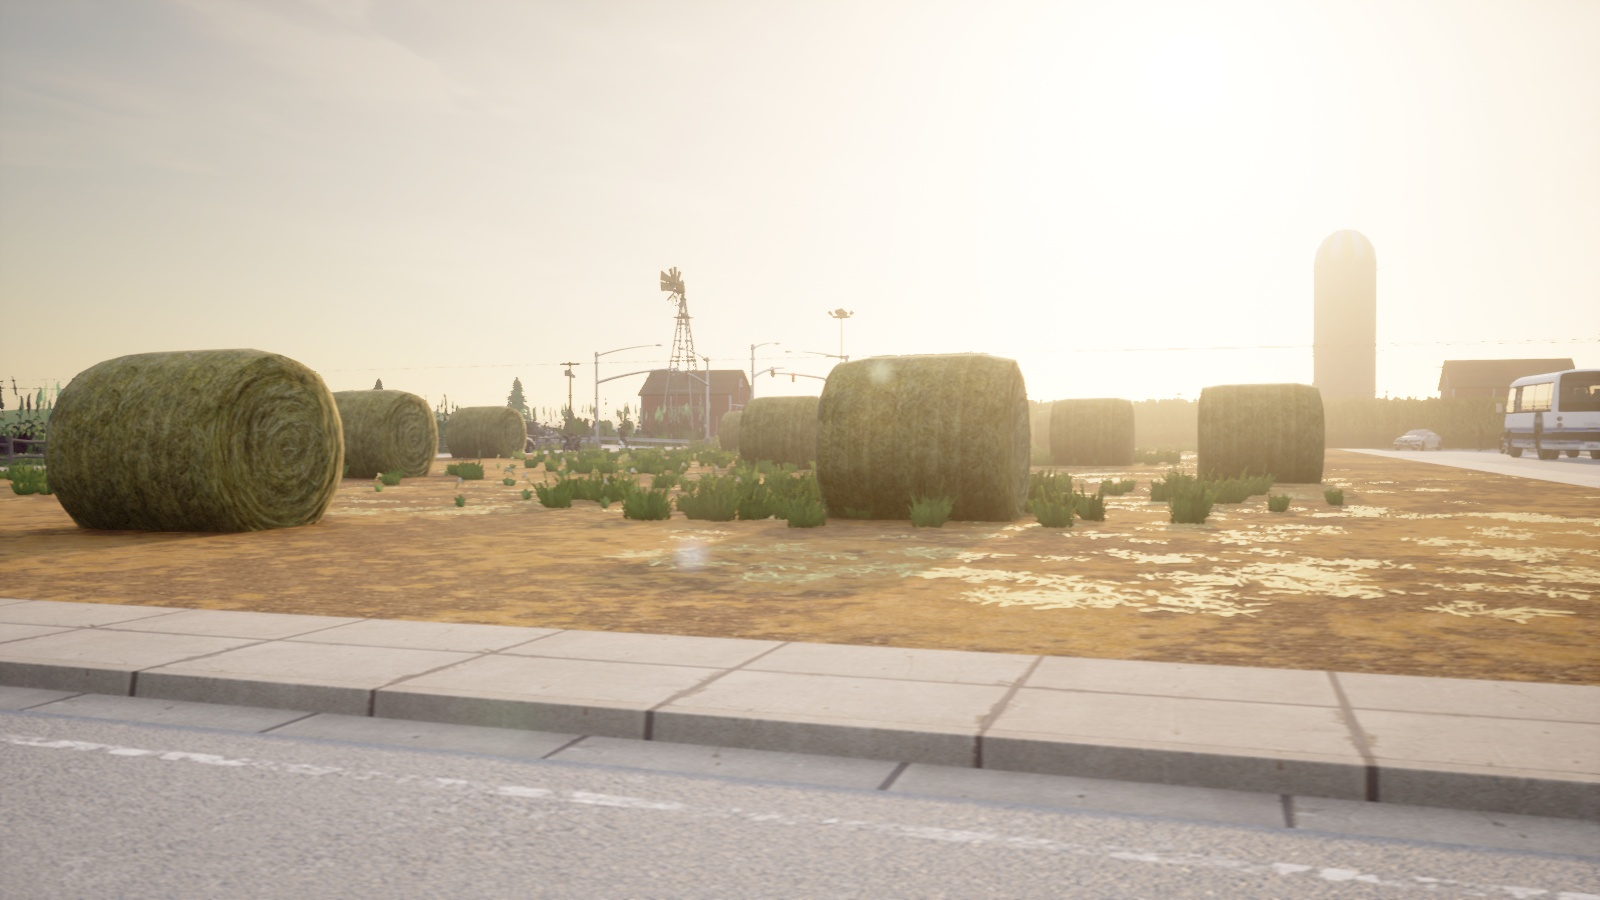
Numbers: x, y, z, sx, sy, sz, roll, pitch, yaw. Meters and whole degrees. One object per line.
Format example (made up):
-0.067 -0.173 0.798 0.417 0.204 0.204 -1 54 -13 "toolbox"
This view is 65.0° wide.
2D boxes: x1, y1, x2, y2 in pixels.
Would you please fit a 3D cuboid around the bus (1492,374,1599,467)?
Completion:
37.783 -1.407 62.462 3.944 4.253 10.273 1 1 18 "bus"

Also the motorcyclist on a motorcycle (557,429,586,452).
-15.203 -0.645 83.665 0.866 1.530 2.191 1 1 21 "motorcyclist on a motorcycle"

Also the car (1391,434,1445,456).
42.273 -0.355 85.890 4.674 1.442 1.812 0 1 -44 "car"
